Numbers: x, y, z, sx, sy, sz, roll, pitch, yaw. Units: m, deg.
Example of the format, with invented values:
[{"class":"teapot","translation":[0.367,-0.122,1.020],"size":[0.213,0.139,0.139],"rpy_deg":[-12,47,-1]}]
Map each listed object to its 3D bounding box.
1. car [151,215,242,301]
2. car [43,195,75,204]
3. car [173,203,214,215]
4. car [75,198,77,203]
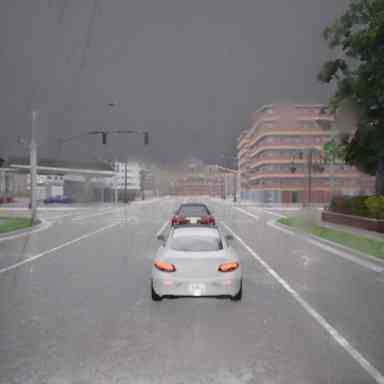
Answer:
[{"class":"car","translation":[0.087,1.524,8.188],"size":[1.812,1.442,4.674],"rpy_deg":[0,0,0]},{"class":"car","translation":[-23.437,1.282,57.889],"size":[4.611,1.667,2.242],"rpy_deg":[0,0,1]},{"class":"car","translation":[0.064,1.348,17.180],"size":[2.097,1.767,4.553],"rpy_deg":[0,0,0]},{"class":"car","translation":[-24.167,1.441,63.639],"size":[3.806,1.475,1.970],"rpy_deg":[0,0,1]}]
